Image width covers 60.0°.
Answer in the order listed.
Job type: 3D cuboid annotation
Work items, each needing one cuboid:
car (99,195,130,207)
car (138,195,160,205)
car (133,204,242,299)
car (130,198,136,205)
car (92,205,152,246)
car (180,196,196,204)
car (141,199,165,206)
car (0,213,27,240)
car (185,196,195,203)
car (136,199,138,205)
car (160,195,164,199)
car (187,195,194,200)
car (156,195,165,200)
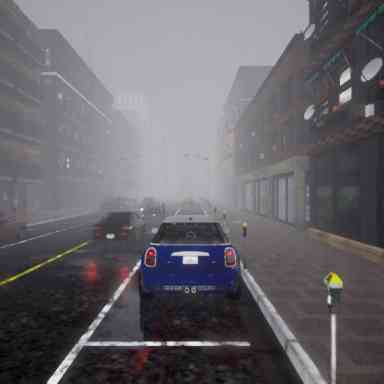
[{"bbox_3d":[-8.833,1.314,37.157,2.192,1.841,5.009,0,0,0],"label":"car"},{"bbox_3d":[-6.149,1.510,48.188,1.837,1.490,4.892,0,0,0],"label":"car"},{"bbox_3d":[-0.032,1.353,8.619,2.097,1.767,4.553,0,0,0],"label":"car"},{"bbox_3d":[-8.834,1.439,42.793,1.967,1.590,4.097,0,0,0],"label":"car"},{"bbox_3d":[-3.141,1.526,15.126,1.812,1.442,4.674,0,0,0],"label":"car"},{"bbox_3d":[-0.454,1.524,37.323,1.752,1.417,4.829,0,0,0],"label":"car"},{"bbox_3d":[-3.143,1.601,29.851,1.895,1.301,4.718,0,0,0],"label":"car"},{"bbox_3d":[-8.835,1.583,14.612,1.802,1.307,4.206,0,0,0],"label":"car"},{"bbox_3d":[-0.453,1.545,70.970,2.008,1.369,4.403,0,0,0],"label":"car"},{"bbox_3d":[-8.834,1.543,48.430,1.887,1.381,4.507,0,0,0],"label":"car"},{"bbox_3d":[-8.834,1.540,87.882,2.008,1.369,4.403,0,0,0],"label":"car"},{"bbox_3d":[-0.452,1.513,93.685,1.752,1.417,4.829,0,0,0],"label":"car"},{"bbox_3d":[-8.834,1.539,93.519,2.008,1.369,4.403,0,0,0],"label":"car"}]
